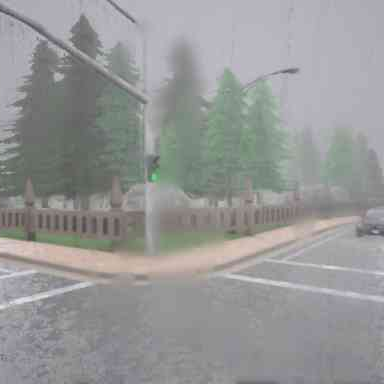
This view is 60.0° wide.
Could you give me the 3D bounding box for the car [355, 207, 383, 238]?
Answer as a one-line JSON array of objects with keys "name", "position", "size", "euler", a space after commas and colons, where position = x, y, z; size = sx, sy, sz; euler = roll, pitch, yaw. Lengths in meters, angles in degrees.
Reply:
[{"name": "car", "position": [9.545, 1.483, 16.620], "size": [1.812, 1.442, 4.674], "euler": [-1, 0, 37]}]
